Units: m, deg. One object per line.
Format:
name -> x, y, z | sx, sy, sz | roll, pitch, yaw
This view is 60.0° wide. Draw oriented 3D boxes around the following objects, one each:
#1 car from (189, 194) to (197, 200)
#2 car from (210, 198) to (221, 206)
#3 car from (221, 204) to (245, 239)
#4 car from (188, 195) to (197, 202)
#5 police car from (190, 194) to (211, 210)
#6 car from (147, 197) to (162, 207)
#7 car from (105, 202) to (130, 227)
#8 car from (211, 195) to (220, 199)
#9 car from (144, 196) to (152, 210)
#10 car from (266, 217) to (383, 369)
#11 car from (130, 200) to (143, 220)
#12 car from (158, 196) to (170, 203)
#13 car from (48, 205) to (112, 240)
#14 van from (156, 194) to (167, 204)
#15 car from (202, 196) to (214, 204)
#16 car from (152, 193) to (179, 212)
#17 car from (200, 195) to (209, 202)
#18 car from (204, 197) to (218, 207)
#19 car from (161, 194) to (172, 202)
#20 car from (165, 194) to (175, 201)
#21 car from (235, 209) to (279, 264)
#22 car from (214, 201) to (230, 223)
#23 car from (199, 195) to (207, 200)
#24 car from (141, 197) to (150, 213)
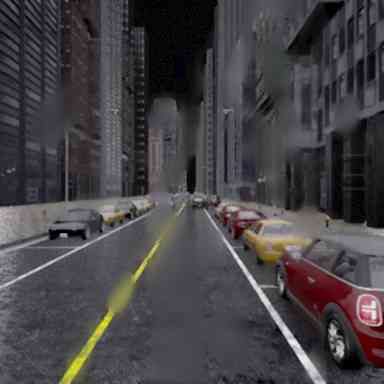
car -> 0.195, 1.386, 92.409 | 2.128, 1.511, 4.902 | 0, 0, 0
car -> 2.818, 1.512, 28.480 | 1.752, 1.417, 4.829 | 0, 0, 0
car -> 2.794, 1.535, 17.028 | 1.887, 1.381, 4.507 | 0, 0, 0
car -> 0.161, 1.396, 76.711 | 2.128, 1.511, 4.902 | 0, 0, 0
police car -> 0.974, 1.410, 42.254 | 1.930, 1.638, 5.238 | 0, 0, 0
car -> -5.660, 1.511, 50.712 | 1.752, 1.417, 4.829 | 0, 0, 0
car -> -5.719, 1.514, 22.509 | 1.752, 1.417, 4.829 | 0, 0, 0
car -> 2.853, 1.300, 45.231 | 2.192, 1.841, 5.009 | 0, 0, 0
car -> -5.684, 1.511, 39.431 | 1.752, 1.417, 4.829 | 0, 0, 0
car -> 2.770, 1.436, 5.747 | 1.967, 1.590, 4.097 | 0, 0, 0
car -> -5.707, 1.553, 28.320 | 1.947, 1.339, 4.313 | 0, 0, 0
car -> -5.624, 1.542, 67.804 | 2.008, 1.369, 4.403 | 0, 0, 0
car -> -5.731, 1.557, 17.038 | 1.947, 1.339, 4.313 | 0, 0, 0
van -> -5.636, 1.330, 62.164 | 1.690, 1.788, 3.998 | 0, 0, 0
car -> 2.889, 1.539, 62.152 | 2.008, 1.369, 4.403 | 0, 0, 0
car -> -3.014, 1.337, 38.741 | 2.097, 1.767, 4.553 | 0, 0, 0
car -> 2.925, 1.438, 79.073 | 1.967, 1.590, 4.097 | 0, 0, 0
car -> 2.866, 1.536, 50.871 | 2.008, 1.369, 4.403 | 0, 0, 0
car -> -5.613, 1.310, 73.445 | 2.192, 1.841, 5.009 | 0, 0, 0
car -> -5.589, 1.318, 84.727 | 2.192, 1.841, 5.009 | 0, 0, 0
car -> 2.783, 1.518, 11.558 | 1.752, 1.417, 4.829 | 0, 0, 0
car -> 2.806, 1.533, 22.669 | 1.887, 1.381, 4.507 | 0, 0, 0
car -> 2.949, 1.572, 90.354 | 1.947, 1.339, 4.313 | 0, 0, 0
car -> -5.696, 1.511, 33.790 | 1.752, 1.417, 4.829 | 0, 0, 0
